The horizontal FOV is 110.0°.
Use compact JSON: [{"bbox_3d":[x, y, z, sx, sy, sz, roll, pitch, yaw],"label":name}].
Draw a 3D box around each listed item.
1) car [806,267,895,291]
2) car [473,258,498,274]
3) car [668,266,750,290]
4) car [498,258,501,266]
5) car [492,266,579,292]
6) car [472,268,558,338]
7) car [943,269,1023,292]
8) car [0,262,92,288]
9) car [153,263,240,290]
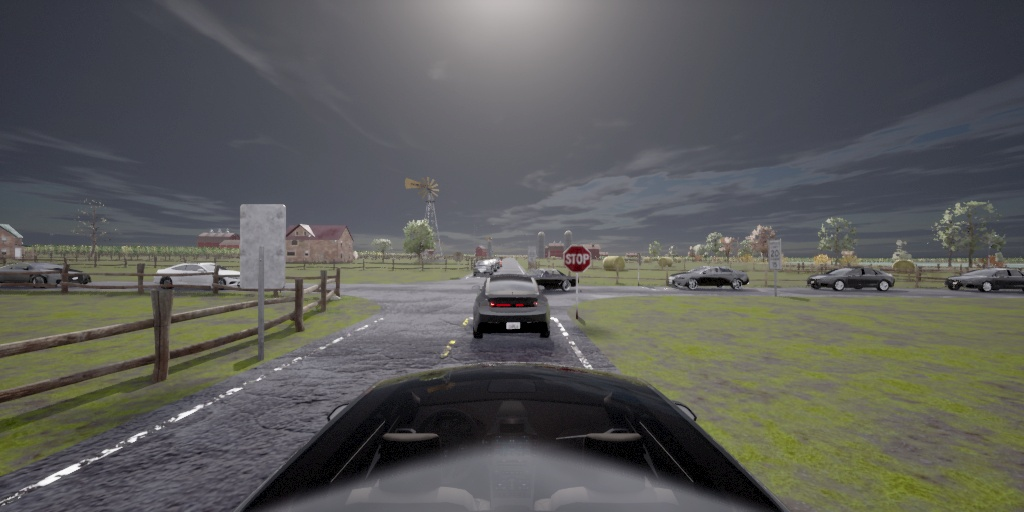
[{"bbox_3d":[22.190,1.499,23.609,4.892,1.490,1.837,1,-1,-1],"label":"car"},{"bbox_3d":[-2.875,1.243,36.839,2.128,1.511,4.902,0,0,0],"label":"car"},{"bbox_3d":[12.788,1.397,23.434,4.902,1.511,2.128,1,-1,-2],"label":"car"},{"bbox_3d":[-2.872,1.241,46.285,2.128,1.511,4.902,0,0,0],"label":"car"},{"bbox_3d":[1.491,1.369,20.201,4.718,1.301,1.895,1,0,-35],"label":"car"},{"bbox_3d":[-0.078,1.256,10.154,1.837,1.490,4.892,0,0,-3],"label":"car"},{"bbox_3d":[31.692,1.587,23.734,4.892,1.490,1.837,1,-1,-1],"label":"car"},{"bbox_3d":[-26.372,1.048,19.977,4.181,1.385,1.994,1,-1,-1],"label":"car"},{"bbox_3d":[-17.252,1.104,20.103,4.674,1.442,1.812,1,-1,-1],"label":"car"}]
